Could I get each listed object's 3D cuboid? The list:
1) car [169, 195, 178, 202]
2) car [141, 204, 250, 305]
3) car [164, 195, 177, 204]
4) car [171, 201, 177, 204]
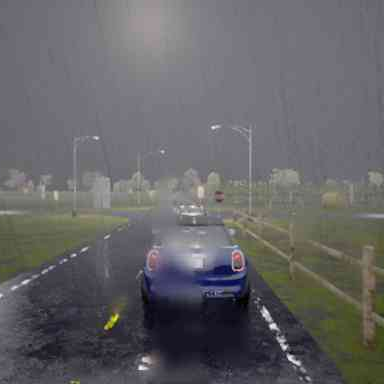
[{"bbox_3d":[-4.183,1.404,73.939,1.882,1.535,5.008,0,0,-2],"label":"car"},{"bbox_3d":[0.060,1.348,8.263,2.097,1.767,4.553,0,0,0],"label":"car"},{"bbox_3d":[-3.737,1.454,58.441,1.837,1.490,4.892,0,0,-1],"label":"car"},{"bbox_3d":[-0.021,1.483,18.198,2.128,1.511,4.902,0,0,-1],"label":"car"}]
